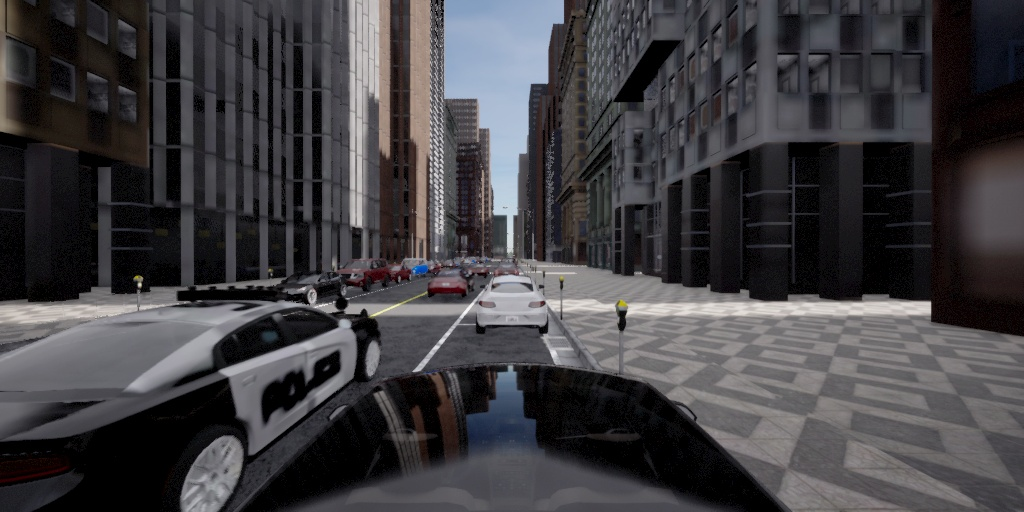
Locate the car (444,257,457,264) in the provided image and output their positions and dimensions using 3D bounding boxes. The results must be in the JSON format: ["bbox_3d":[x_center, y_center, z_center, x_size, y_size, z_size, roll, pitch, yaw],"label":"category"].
[{"bbox_3d":[-8.908,1.189,49.741,1.967,1.591,4.097,0,0,0],"label":"car"}]

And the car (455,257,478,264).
[{"bbox_3d":[-6.165,1.274,48.627,1.812,1.442,4.674,0,0,0],"label":"car"}]

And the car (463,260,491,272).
[{"bbox_3d":[-3.131,1.350,33.721,1.895,1.301,4.718,0,0,0],"label":"car"}]

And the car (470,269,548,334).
[{"bbox_3d":[0.003,1.275,10.501,1.812,1.442,4.674,0,0,0],"label":"car"}]

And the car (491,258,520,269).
[{"bbox_3d":[-0.383,1.189,27.203,1.967,1.591,4.097,0,0,0],"label":"car"}]

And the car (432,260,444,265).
[{"bbox_3d":[-8.908,1.189,38.467,1.967,1.591,4.097,0,0,0],"label":"car"}]

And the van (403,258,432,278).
[{"bbox_3d":[-8.908,1.090,32.830,1.690,1.789,3.998,0,0,0],"label":"van"}]

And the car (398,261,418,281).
[{"bbox_3d":[-8.908,1.294,27.194,1.888,1.381,4.507,0,0,0],"label":"car"}]

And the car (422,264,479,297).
[{"bbox_3d":[-3.127,1.314,19.094,1.994,1.385,4.181,0,0,1],"label":"car"}]

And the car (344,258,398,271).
[{"bbox_3d":[-8.908,1.064,21.556,2.192,1.841,5.009,0,0,0],"label":"car"}]

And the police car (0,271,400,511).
[{"bbox_3d":[-3.145,1.174,4.207,1.930,1.638,5.238,0,0,0],"label":"police car"}]

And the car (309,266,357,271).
[{"bbox_3d":[-8.908,1.315,15.920,1.948,1.339,4.313,0,0,0],"label":"car"}]
